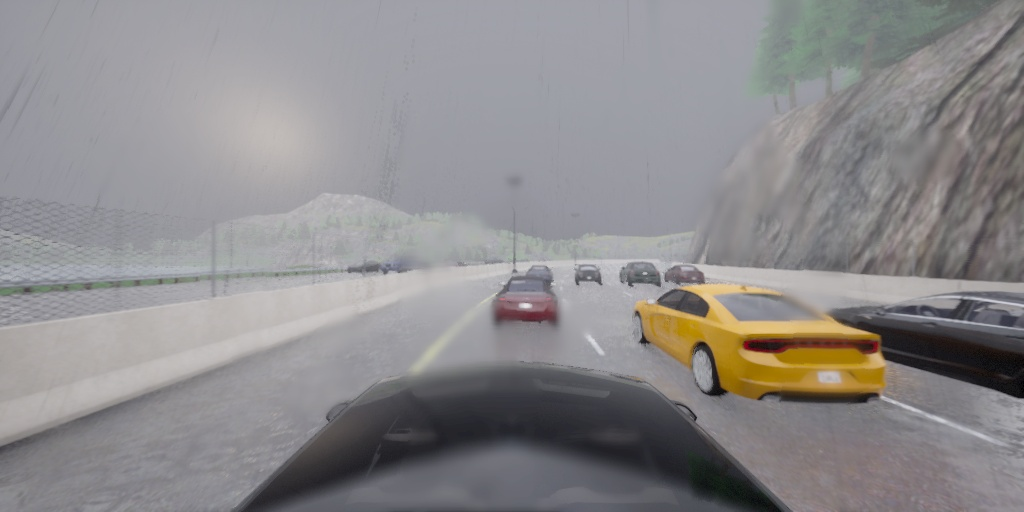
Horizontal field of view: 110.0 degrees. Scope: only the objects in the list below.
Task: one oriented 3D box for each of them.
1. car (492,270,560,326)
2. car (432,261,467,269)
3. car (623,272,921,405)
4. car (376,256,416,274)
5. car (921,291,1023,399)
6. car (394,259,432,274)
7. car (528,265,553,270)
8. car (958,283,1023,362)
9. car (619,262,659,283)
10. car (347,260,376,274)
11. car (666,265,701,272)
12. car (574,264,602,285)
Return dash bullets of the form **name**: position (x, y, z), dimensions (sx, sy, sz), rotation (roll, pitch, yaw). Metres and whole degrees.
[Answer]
- **car**: position (0.507, 1.336, 11.796), dimensions (1.994, 1.385, 4.181), rotation (0, 0, 4)
- **car**: position (-6.509, 1.284, 39.246), dimensions (1.882, 1.535, 5.008), rotation (0, 0, 12)
- **car**: position (3.746, 1.248, 6.594), dimensions (1.882, 1.535, 5.008), rotation (0, 0, 2)
- **car**: position (-13.061, 1.016, 42.066), dimensions (2.150, 2.045, 5.566), rotation (0, 0, 13)
- **car**: position (7.198, 1.272, 5.368), dimensions (2.128, 1.511, 4.902), rotation (0, 0, 2)
- **car**: position (-10.213, 1.341, 38.811), dimensions (2.033, 1.411, 5.357), rotation (0, 0, 11)
- **car**: position (2.080, 1.370, 26.656), dimensions (1.994, 1.385, 4.181), rotation (0, 0, 9)
- **car**: position (10.710, 1.315, 5.577), dimensions (1.812, 1.442, 4.674), rotation (0, 0, 2)
- **car**: position (8.977, 1.176, 25.480), dimensions (2.097, 1.767, 4.553), rotation (0, 0, 8)
- **car**: position (-16.825, 1.257, 41.188), dimensions (1.882, 1.535, 5.008), rotation (0, 0, 12)
- **car**: position (12.668, 1.363, 26.545), dimensions (1.812, 1.442, 4.674), rotation (0, 0, 9)
- **car**: position (5.647, 1.343, 26.905), dimensions (1.812, 1.442, 4.674), rotation (0, 0, 9)
